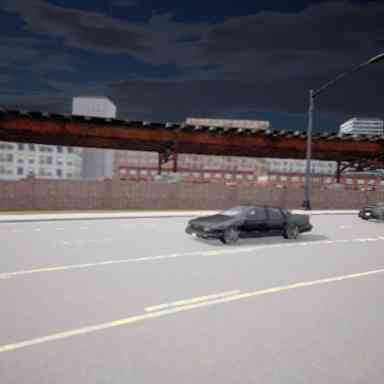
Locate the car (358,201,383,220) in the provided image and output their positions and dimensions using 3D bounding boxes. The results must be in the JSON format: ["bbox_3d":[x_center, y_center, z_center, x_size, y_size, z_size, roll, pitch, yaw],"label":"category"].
[{"bbox_3d":[13.193,1.276,22.086,4.181,1.385,1.994,1,1,-20],"label":"car"}]

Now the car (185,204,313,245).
[{"bbox_3d":[2.446,1.206,13.473,5.357,1.411,2.033,1,2,-28],"label":"car"}]
